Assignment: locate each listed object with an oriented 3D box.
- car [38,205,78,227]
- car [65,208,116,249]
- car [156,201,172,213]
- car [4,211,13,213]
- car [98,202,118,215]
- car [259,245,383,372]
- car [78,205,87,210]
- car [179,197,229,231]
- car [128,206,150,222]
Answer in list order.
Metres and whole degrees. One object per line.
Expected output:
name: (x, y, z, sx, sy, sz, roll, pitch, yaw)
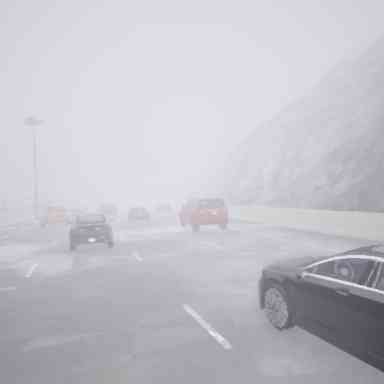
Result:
car: (-11.765, 2.007, 29.357, 2.097, 1.767, 4.553, -2, -1, -12)
car: (-4.949, 1.819, 16.459, 1.837, 1.490, 4.892, -2, 0, -16)
car: (-3.845, 2.033, 45.511, 2.128, 1.511, 4.902, -2, 0, -8)
car: (-33.362, 3.186, 58.974, 1.994, 1.385, 4.181, -2, 0, -4)
car: (-10.270, 2.062, 40.879, 2.097, 1.767, 4.553, -2, -1, -9)
car: (2.718, 1.444, 4.391, 2.128, 1.511, 4.902, -2, 0, -20)
car: (-13.817, 2.349, 40.489, 1.812, 1.442, 4.674, -2, 0, -8)
car: (0.662, 1.401, 22.244, 2.150, 2.045, 5.566, -2, -1, -15)
car: (-5.115, 2.023, 31.762, 1.994, 1.385, 4.181, -2, 0, -12)
